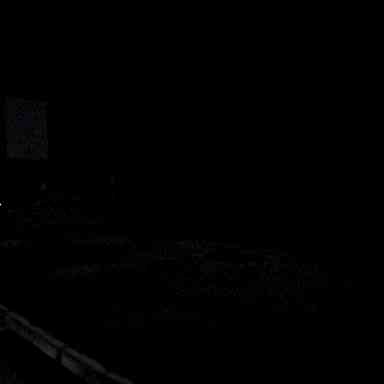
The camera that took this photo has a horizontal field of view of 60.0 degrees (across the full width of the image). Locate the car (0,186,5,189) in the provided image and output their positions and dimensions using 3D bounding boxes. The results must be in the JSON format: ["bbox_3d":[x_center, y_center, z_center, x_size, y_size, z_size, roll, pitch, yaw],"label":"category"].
[{"bbox_3d":[-46.491,-0.950,76.962,2.002,1.452,4.674,-4,-3,8],"label":"car"}]

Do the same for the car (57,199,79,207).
[{"bbox_3d":[-22.156,1.936,59.549,1.994,1.385,4.181,-4,-1,15],"label":"car"}]

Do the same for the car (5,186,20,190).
[{"bbox_3d":[-45.841,-0.768,82.342,2.231,1.521,4.892,-4,-3,7],"label":"car"}]

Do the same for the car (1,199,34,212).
[{"bbox_3d":[-23.679,1.669,44.614,2.097,1.767,4.553,-4,0,-2],"label":"car"}]

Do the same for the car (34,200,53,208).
[{"bbox_3d":[-26.026,2.139,57.697,1.812,1.442,4.674,-4,-1,10],"label":"car"}]
